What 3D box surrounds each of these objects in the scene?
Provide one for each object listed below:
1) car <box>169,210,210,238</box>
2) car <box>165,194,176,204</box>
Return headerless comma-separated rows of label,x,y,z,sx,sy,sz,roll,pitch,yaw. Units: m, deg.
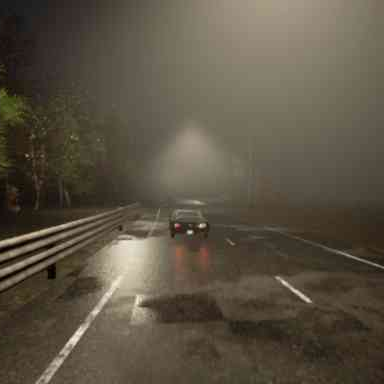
car,-0.275,1.594,17.745,1.895,1.301,4.718,0,0,-5
car,-3.976,1.509,61.852,2.033,1.411,5.357,0,0,-5
